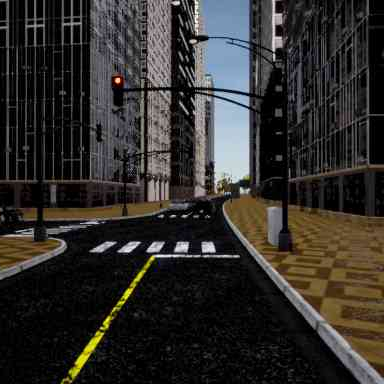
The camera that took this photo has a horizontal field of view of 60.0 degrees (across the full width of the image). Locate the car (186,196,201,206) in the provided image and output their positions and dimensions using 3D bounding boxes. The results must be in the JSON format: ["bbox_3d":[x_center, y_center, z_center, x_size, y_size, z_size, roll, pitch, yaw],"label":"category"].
[{"bbox_3d":[0.344,1.488,56.770,2.033,1.411,5.357,0,0,7],"label":"car"}]

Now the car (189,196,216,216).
[{"bbox_3d":[1.210,1.483,32.707,1.837,1.490,4.892,1,0,8],"label":"car"}]

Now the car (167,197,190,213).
[{"bbox_3d":[-1.597,1.576,36.867,1.895,1.301,4.718,0,0,4],"label":"car"}]

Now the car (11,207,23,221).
[{"bbox_3d":[-16.497,1.854,28.020,4.403,1.369,2.008,-1,1,10],"label":"car"}]

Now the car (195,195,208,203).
[{"bbox_3d":[2.040,1.458,69.337,2.033,1.411,5.357,0,0,8],"label":"car"}]

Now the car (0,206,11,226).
[{"bbox_3d":[-14.888,1.731,21.872,4.892,1.490,1.837,0,0,10],"label":"car"}]
